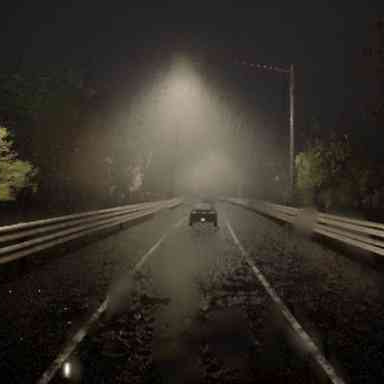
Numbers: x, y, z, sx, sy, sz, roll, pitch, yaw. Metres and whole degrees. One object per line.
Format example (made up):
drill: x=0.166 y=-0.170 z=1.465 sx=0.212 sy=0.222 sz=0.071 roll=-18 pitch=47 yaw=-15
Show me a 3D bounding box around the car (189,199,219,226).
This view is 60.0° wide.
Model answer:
car: x=0.855 y=1.525 z=23.474 sx=2.128 sy=1.511 sz=4.902 roll=0 pitch=0 yaw=4
